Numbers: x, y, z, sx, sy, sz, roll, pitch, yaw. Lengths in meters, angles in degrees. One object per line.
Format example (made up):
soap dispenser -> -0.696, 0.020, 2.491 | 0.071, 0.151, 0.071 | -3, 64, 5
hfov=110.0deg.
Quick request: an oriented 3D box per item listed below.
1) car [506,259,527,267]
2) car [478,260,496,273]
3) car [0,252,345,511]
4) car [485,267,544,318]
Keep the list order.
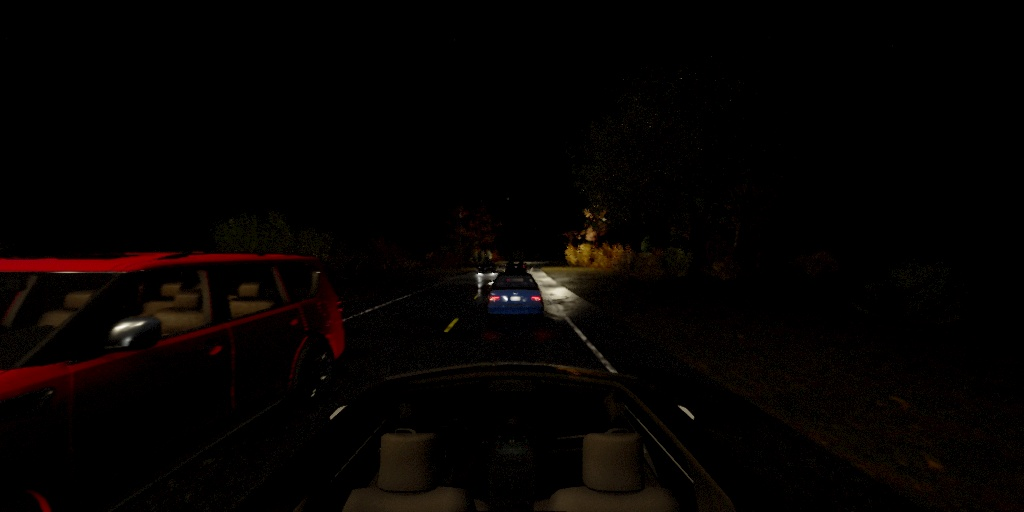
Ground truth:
car -> 0.466, 1.103, 37.632 | 2.097, 1.767, 4.553 | 0, 0, 2
car -> -2.975, 1.276, 43.675 | 1.812, 1.442, 4.674 | 0, 0, 3
car -> -3.601, 0.972, 3.195 | 2.150, 2.045, 5.566 | 0, 0, 0
car -> 0.098, 1.298, 13.018 | 2.033, 1.411, 5.357 | 0, 0, 0
